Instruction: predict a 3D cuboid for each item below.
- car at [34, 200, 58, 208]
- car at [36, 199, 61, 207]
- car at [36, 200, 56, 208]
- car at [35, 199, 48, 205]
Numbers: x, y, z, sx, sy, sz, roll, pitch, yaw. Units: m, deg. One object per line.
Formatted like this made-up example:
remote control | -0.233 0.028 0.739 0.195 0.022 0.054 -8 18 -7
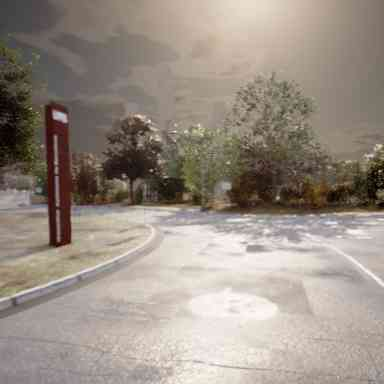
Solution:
car | -35.724 2.938 81.404 5.366 1.575 1.946 -2 -2 -26
car | -31.938 2.499 74.070 5.008 1.535 2.097 -2 -2 -26
car | -38.006 3.086 86.414 4.553 1.767 2.185 -2 -2 -26
car | -30.731 2.350 71.597 4.892 1.521 2.231 -2 -2 -26
